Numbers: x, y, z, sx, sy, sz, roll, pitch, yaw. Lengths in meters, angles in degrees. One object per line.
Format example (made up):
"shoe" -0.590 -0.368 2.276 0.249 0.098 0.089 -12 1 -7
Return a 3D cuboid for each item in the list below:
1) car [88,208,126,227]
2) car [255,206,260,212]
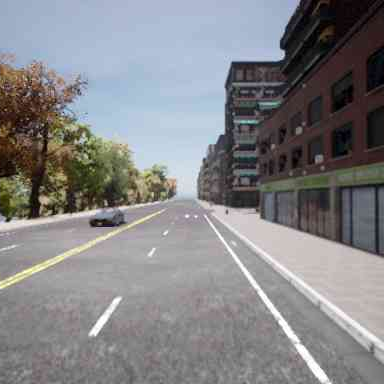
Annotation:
"car" -6.609 1.965 26.544 2.033 1.411 5.357 0 -1 0
"car" 12.185 2.626 53.115 4.181 1.385 1.994 1 -1 0
